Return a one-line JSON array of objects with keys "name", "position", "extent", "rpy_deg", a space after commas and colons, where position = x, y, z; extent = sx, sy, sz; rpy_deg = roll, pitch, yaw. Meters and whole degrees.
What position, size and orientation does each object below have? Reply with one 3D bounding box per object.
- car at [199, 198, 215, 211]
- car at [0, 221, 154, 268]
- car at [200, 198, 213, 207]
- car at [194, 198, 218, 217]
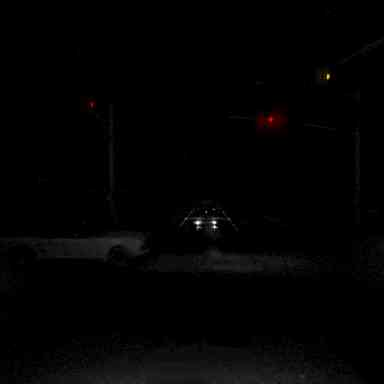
[{"name": "car", "position": [1.792, 1.470, 40.684], "extent": [1.837, 1.490, 4.892], "rpy_deg": [0, 0, 3]}, {"name": "car", "position": [-3.652, 1.601, 10.768], "extent": [4.718, 1.301, 1.895], "rpy_deg": [0, 0, 2]}, {"name": "car", "position": [2.285, 1.566, 50.821], "extent": [1.895, 1.301, 4.718], "rpy_deg": [0, 0, 3]}, {"name": "car", "position": [1.361, 1.491, 31.529], "extent": [1.812, 1.442, 4.674], "rpy_deg": [0, 0, 3]}]
